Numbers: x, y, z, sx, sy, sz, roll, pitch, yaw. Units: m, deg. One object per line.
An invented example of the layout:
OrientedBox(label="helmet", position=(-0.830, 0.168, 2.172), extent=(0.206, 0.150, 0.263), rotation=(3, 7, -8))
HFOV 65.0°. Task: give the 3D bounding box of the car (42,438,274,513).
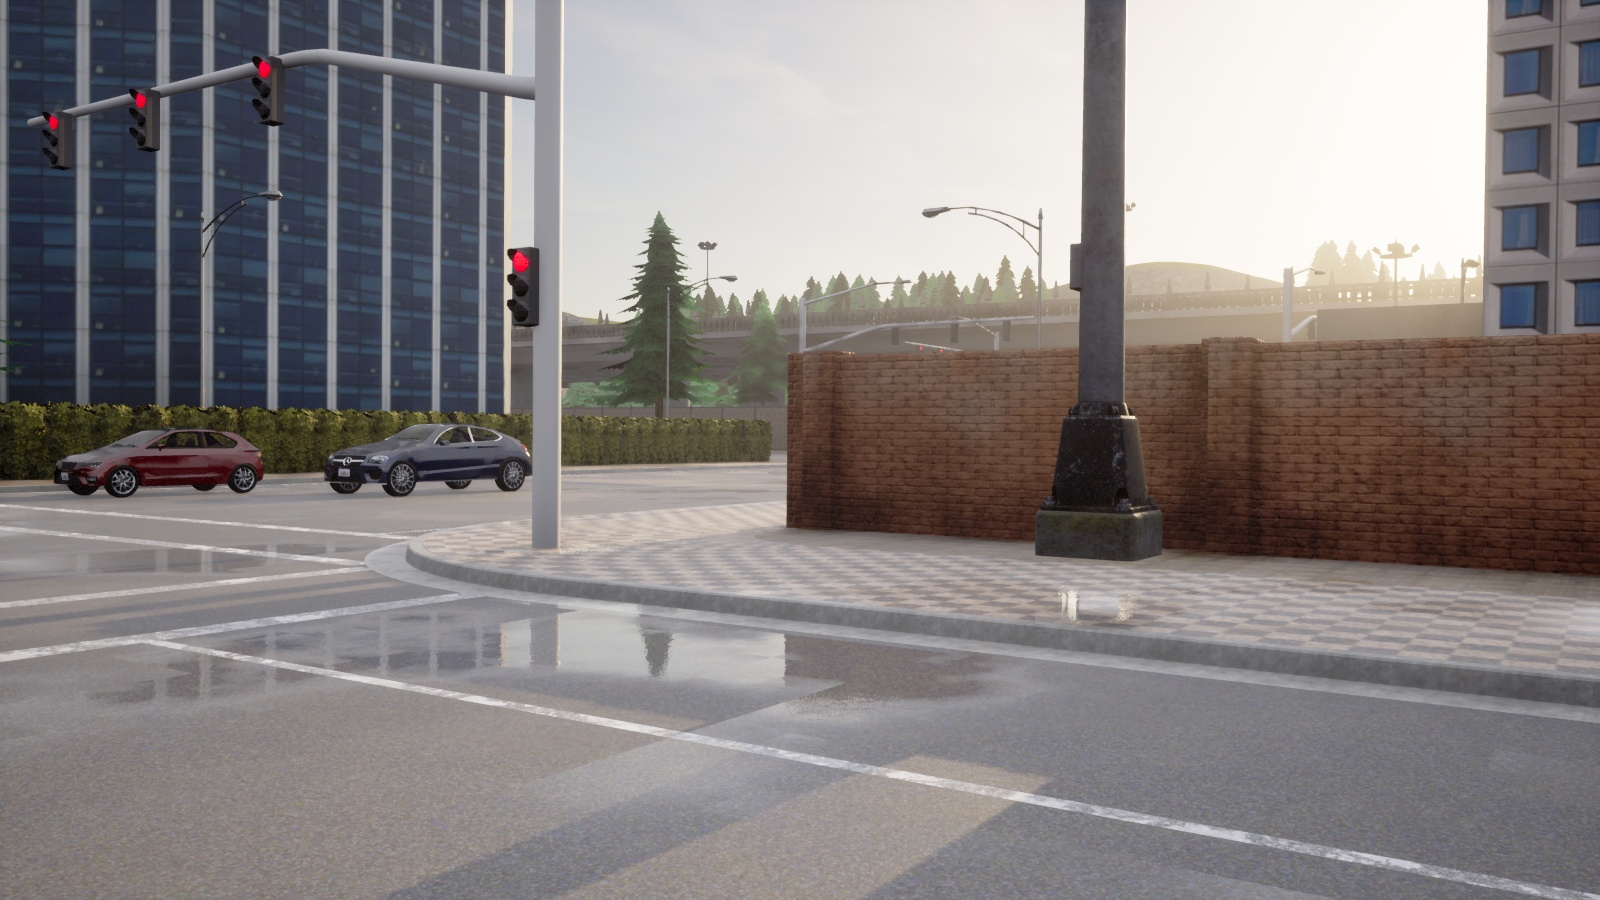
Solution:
OrientedBox(label="car", position=(-14.023, 0.494, 27.653), extent=(1.816, 1.474, 4.193), rotation=(0, 1, 33))

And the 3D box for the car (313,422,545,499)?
OrientedBox(label="car", position=(-8.596, 0.184, 29.564), extent=(2.152, 1.651, 5.027), rotation=(0, 1, 33))
